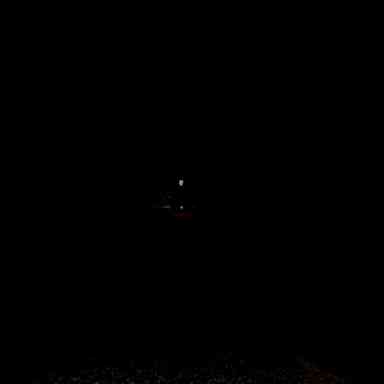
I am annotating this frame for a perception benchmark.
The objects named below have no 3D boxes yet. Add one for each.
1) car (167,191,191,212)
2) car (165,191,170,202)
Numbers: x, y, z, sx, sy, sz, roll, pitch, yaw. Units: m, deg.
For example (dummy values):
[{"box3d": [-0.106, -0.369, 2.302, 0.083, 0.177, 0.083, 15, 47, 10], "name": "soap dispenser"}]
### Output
[{"box3d": [-1.153, 1.037, 32.187, 1.837, 1.490, 4.892, 0, 2, -5], "name": "car"}, {"box3d": [-2.561, 0.551, 44.314, 1.895, 1.301, 4.718, 1, 3, -7], "name": "car"}]
